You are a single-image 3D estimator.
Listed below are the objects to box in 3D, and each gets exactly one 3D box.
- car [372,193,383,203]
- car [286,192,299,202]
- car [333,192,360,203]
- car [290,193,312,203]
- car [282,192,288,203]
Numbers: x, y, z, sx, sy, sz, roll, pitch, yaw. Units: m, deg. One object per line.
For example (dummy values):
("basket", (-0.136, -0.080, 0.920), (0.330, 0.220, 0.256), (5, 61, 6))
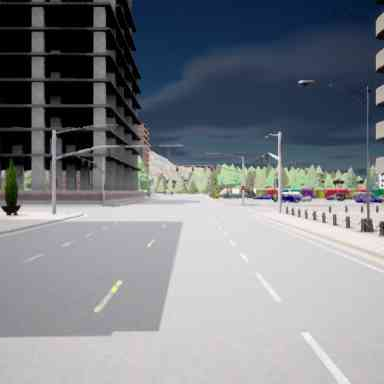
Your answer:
("car", (39.415, 1.420, 67.527), (3.806, 1.475, 1.970), (0, 0, 0))
("car", (24.267, 1.388, 76.107), (3.905, 1.438, 1.784), (0, 0, 0))
("car", (39.232, 1.181, 84.424), (4.605, 1.855, 1.932), (0, 0, 0))
("car", (24.282, 1.420, 73.212), (3.806, 1.475, 1.970), (0, 0, 0))
("car", (24.201, 1.178, 78.790), (4.605, 1.855, 1.932), (0, 0, 0))
